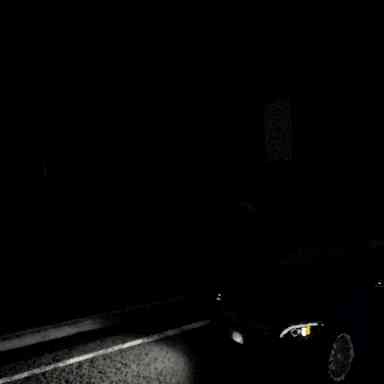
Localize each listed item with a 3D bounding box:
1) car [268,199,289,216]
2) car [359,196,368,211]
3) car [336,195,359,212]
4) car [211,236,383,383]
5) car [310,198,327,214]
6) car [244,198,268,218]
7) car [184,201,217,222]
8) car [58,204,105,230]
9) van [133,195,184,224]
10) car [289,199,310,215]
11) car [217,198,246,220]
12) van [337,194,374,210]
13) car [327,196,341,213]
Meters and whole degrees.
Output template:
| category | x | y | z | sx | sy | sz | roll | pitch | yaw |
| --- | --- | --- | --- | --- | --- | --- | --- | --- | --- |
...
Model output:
| category | x | y | z | sx | sy | sz | roll | pitch | yaw |
| --- | --- | --- | --- | --- | --- | --- | --- | --- | --- |
| car | 6.278 | 1.339 | 31.225 | 2.185 | 1.767 | 4.553 | 0 | 0 | -36 |
| car | 17.569 | 1.489 | 39.292 | 2.163 | 1.488 | 4.792 | 0 | 0 | -36 |
| car | 15.435 | 1.457 | 37.502 | 1.946 | 1.575 | 5.366 | 0 | 0 | -36 |
| car | 2.464 | 1.521 | 5.458 | 4.674 | 1.442 | 1.812 | 0 | 0 | -35 |
| car | 10.815 | 1.463 | 34.422 | 2.231 | 1.521 | 4.892 | 0 | 0 | -36 |
| car | 4.039 | 1.507 | 29.583 | 2.002 | 1.452 | 4.674 | 0 | 0 | -36 |
| car | -0.478 | 1.511 | 26.354 | 2.002 | 1.452 | 4.674 | 0 | 0 | -36 |
| car | -7.236 | 1.509 | 21.492 | 2.163 | 1.488 | 4.792 | 0 | 0 | -36 |
| van | -2.805 | 1.248 | 24.837 | 1.878 | 1.987 | 4.442 | 0 | 0 | -36 |
| car | 8.551 | 1.463 | 32.818 | 2.097 | 1.535 | 5.008 | 0 | 0 | -36 |
| car | 1.783 | 1.469 | 27.967 | 2.097 | 1.535 | 5.008 | 0 | 0 | -36 |
| van | 19.910 | 1.233 | 40.786 | 1.878 | 1.987 | 4.442 | 0 | 0 | -36 |
| car | 13.052 | 1.490 | 36.064 | 2.163 | 1.488 | 4.792 | 0 | 0 | -36 |
